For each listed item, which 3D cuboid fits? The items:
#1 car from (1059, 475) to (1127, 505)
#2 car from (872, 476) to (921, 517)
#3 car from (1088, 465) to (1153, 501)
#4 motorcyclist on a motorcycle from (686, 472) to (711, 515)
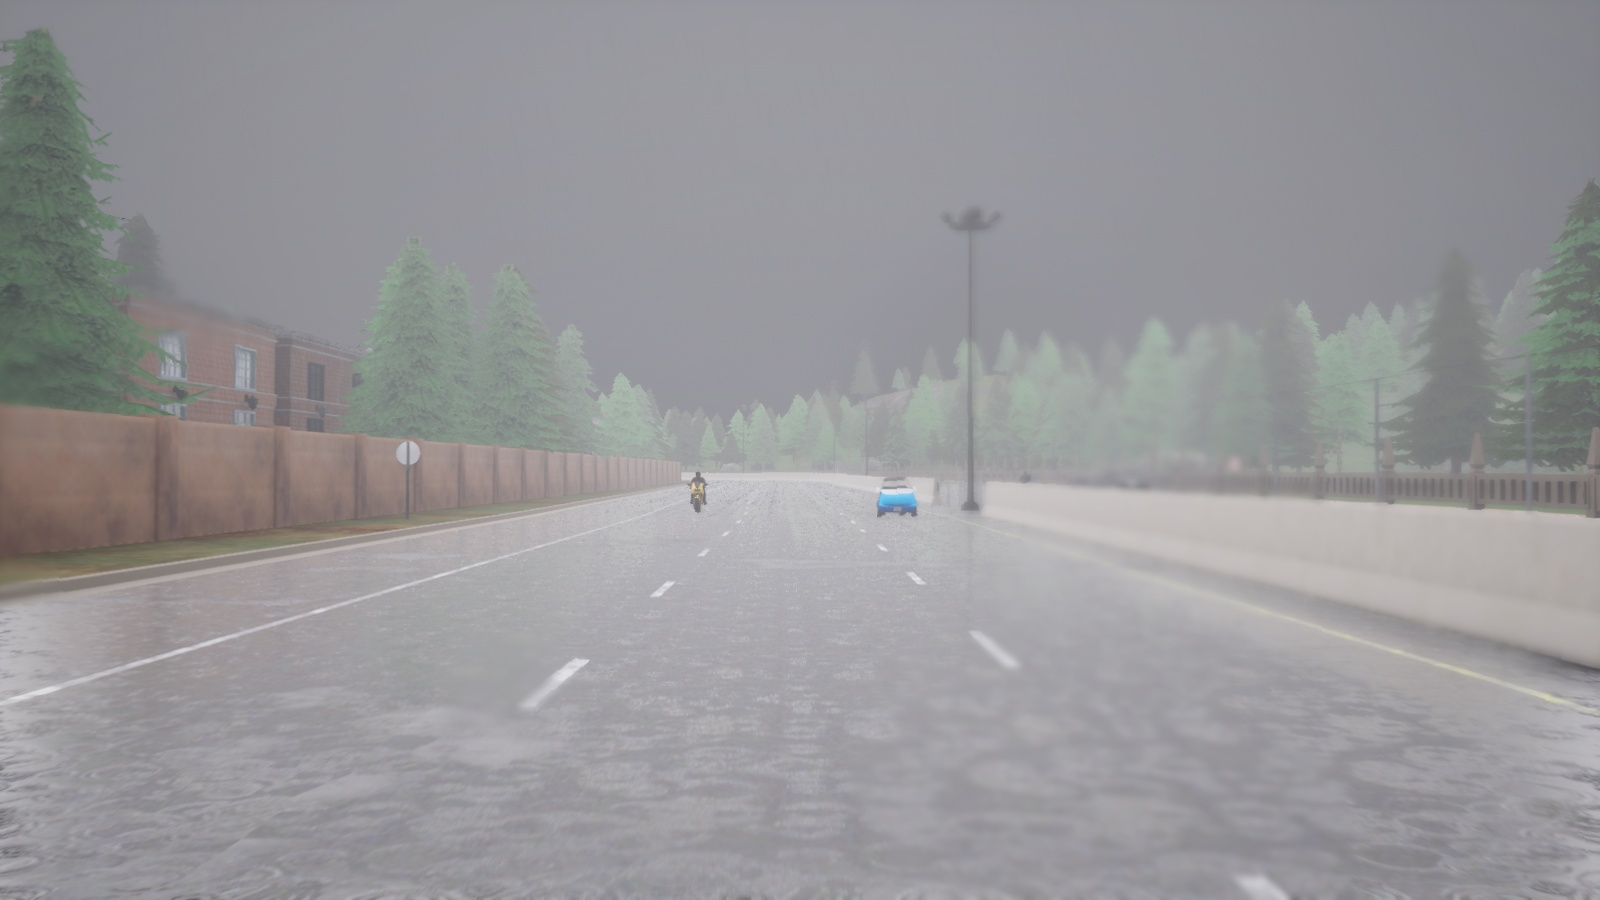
[{"bbox_3d":[13.396,1.827,57.647,1.895,1.301,4.718,0,-1,-2],"label":"car"},{"bbox_3d":[3.331,1.584,43.528,1.481,1.376,2.207,0,-2,-1],"label":"car"},{"bbox_3d":[16.682,1.704,65.548,2.097,1.767,4.553,0,-1,-1],"label":"car"},{"bbox_3d":[-3.730,1.584,46.149,0.797,1.523,2.044,0,-1,-2],"label":"motorcyclist on a motorcycle"}]
